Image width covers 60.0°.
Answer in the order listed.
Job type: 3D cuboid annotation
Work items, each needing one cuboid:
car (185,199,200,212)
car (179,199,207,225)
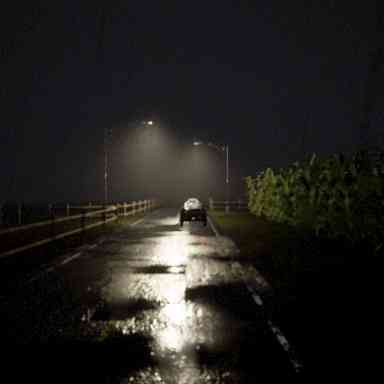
[{"bbox_3d":[0.084,1.591,40.887,1.812,1.442,4.674,0,0,0],"label":"car"},{"bbox_3d":[0.091,1.529,24.271,2.128,1.511,4.902,0,0,0],"label":"car"}]
